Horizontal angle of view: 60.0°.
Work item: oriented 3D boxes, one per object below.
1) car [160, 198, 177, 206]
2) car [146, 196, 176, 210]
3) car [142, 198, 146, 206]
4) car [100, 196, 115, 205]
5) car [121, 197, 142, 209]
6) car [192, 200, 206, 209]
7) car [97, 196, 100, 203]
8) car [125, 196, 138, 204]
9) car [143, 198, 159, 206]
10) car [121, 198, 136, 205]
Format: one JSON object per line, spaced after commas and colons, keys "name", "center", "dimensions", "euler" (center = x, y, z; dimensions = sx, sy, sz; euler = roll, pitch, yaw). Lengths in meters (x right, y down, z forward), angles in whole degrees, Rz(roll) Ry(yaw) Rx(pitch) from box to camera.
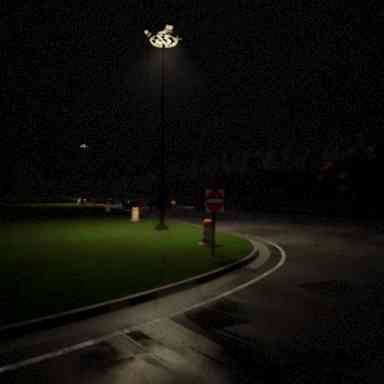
{"name": "car", "center": [-4.846, 1.983, 67.474], "dimensions": [1.882, 1.535, 5.008], "euler": [1, -1, -24]}
{"name": "car", "center": [-4.711, 1.585, 49.910], "dimensions": [2.150, 2.045, 5.566], "euler": [1, -1, -24]}
{"name": "car", "center": [-9.028, 1.885, 59.724], "dimensions": [1.882, 1.535, 5.008], "euler": [1, -1, -23]}
{"name": "car", "center": [-17.515, 1.962, 70.274], "dimensions": [2.033, 1.411, 5.357], "euler": [1, -1, -24]}
{"name": "car", "center": [-9.872, 1.871, 52.958], "dimensions": [1.812, 1.442, 4.674], "euler": [1, -1, -24]}
{"name": "car", "center": [1.663, 1.931, 52.767], "dimensions": [2.128, 1.511, 4.902], "euler": [1, -1, -24]}
{"name": "car", "center": [-21.642, 1.988, 79.760], "dimensions": [1.812, 1.442, 4.674], "euler": [1, -1, -24]}
{"name": "car", "center": [-14.784, 1.891, 81.547], "dimensions": [2.097, 1.767, 4.553], "euler": [1, -1, -24]}
{"name": "car", "center": [-8.213, 1.946, 66.445], "dimensions": [1.882, 1.535, 5.008], "euler": [1, -1, -24]}
{"name": "car", "center": [-13.255, 2.002, 69.255], "dimensions": [1.994, 1.385, 4.181], "euler": [1, -1, -24]}
